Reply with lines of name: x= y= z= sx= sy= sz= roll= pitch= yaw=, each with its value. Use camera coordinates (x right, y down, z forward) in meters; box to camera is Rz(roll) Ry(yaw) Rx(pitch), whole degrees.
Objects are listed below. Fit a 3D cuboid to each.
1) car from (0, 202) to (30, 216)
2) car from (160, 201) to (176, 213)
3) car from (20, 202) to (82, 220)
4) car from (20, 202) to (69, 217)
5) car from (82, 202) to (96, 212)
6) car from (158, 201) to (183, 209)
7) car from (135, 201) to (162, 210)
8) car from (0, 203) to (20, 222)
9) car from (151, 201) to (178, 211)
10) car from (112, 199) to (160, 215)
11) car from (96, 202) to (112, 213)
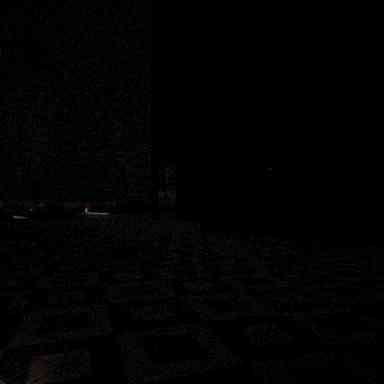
car: x=-20.128 y=1.839 z=35.765 sx=2.008 sy=1.369 sz=4.403 roll=-1 pitch=-1 yaw=35
car: x=-3.363 y=2.111 z=44.595 sx=1.887 sy=1.381 sz=4.507 roll=-1 pitch=-2 yaw=35
car: x=-13.094 y=1.821 z=30.948 sx=1.752 sy=1.417 sz=4.829 roll=-1 pitch=-2 yaw=35
car: x=-16.162 y=1.864 z=36.720 sx=1.812 sy=1.442 sz=4.674 roll=0 pitch=-1 yaw=36
car: x=-13.576 y=2.013 z=44.955 sx=1.887 sy=1.381 sz=4.507 roll=-1 pitch=-2 yaw=35
car: x=-3.747 y=2.302 z=58.739 sx=2.008 sy=1.369 sz=4.403 roll=-1 pitch=-2 yaw=35
car: x=-7.024 y=2.206 z=54.144 sx=2.008 sy=1.369 sz=4.403 roll=-1 pitch=-2 yaw=35
car: x=-16.468 y=1.772 z=26.214 sx=1.947 sy=1.339 sz=4.313 roll=-1 pitch=-2 yaw=35
car: x=-4.331 y=2.235 z=53.218 sx=1.994 sy=1.385 sz=4.181 roll=0 pitch=-1 yaw=37
car: x=-6.640 y=1.789 z=40.005 sx=2.192 sy=1.841 sz=5.009 roll=-1 pitch=-2 yaw=35
car: x=-10.165 y=2.030 z=45.114 sx=1.812 sy=1.442 sz=4.674 roll=0 pitch=-1 yaw=36
